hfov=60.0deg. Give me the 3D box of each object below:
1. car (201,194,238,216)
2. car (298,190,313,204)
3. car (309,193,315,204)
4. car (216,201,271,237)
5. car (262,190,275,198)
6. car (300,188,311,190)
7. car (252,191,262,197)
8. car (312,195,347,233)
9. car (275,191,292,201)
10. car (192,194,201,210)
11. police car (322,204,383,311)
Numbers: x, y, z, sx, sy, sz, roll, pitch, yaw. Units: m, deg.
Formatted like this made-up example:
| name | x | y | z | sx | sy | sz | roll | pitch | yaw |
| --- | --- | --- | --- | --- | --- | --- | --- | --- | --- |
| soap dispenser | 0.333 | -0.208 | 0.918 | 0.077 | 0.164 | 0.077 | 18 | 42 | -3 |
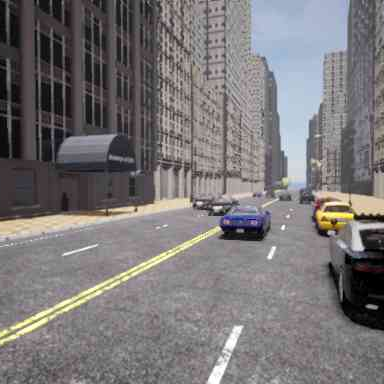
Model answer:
| name | x | y | z | sx | sy | sz | roll | pitch | yaw |
| --- | --- | --- | --- | --- | --- | --- | --- | --- | --- |
| car | 2.618 | 1.053 | 26.918 | 2.128 | 1.511 | 4.902 | 0 | 1 | 18 |
| car | 15.420 | 0.782 | 44.588 | 1.837 | 1.490 | 4.892 | 0 | 1 | 19 |
| car | 9.153 | 1.102 | 22.544 | 1.882 | 1.535 | 5.008 | 0 | 1 | 18 |
| car | 2.792 | 1.328 | 16.413 | 1.895 | 1.301 | 4.718 | 0 | 1 | 18 |
| car | 15.583 | 0.470 | 66.009 | 1.837 | 1.490 | 4.892 | 0 | 1 | 19 |
| car | 19.848 | 0.300 | 58.147 | 2.150 | 2.045 | 5.566 | 0 | 1 | 18 |
| car | 14.414 | 0.408 | 72.827 | 2.033 | 1.411 | 5.357 | 0 | 1 | 18 |
| car | 7.336 | 1.168 | 17.025 | 1.801 | 1.575 | 5.366 | 0 | 1 | 18 |
| car | 15.194 | 0.631 | 54.087 | 2.128 | 1.511 | 4.902 | 0 | 1 | 18 |
| car | 1.460 | 0.946 | 33.788 | 2.128 | 1.511 | 4.902 | 0 | 1 | 18 |
| police car | 4.184 | 1.295 | 7.451 | 1.930 | 1.638 | 5.238 | 0 | 1 | 18 |
